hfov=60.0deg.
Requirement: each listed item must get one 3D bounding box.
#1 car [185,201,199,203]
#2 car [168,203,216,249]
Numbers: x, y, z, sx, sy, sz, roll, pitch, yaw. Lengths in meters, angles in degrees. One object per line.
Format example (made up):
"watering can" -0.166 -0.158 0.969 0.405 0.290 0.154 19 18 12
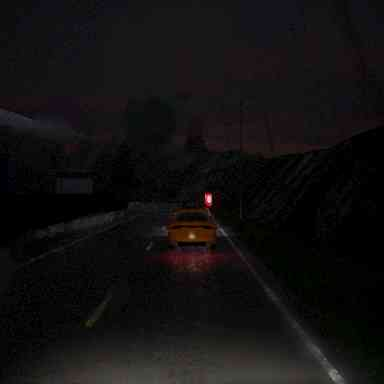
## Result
"car" 0.000 1.533 29.629 1.812 1.442 4.674 0 0 0
"car" 0.000 1.485 14.629 1.882 1.535 5.008 0 0 0
